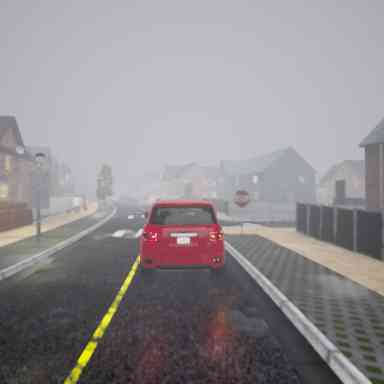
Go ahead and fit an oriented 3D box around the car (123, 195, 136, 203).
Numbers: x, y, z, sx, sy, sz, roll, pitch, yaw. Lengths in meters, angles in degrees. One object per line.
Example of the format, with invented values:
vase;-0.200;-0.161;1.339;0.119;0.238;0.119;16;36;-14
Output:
car;-11.833;1.516;66.169;2.033;1.411;5.357;0;0;-20

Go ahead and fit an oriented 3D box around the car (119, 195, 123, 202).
car;-15.515;1.367;75.984;1.882;1.535;5.008;0;0;-21

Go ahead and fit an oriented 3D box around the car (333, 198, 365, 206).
car;13.864;1.487;26.926;5.566;2.045;2.150;1;-1;-20

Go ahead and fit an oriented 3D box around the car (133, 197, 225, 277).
car;-0.337;1.208;10.343;2.150;2.045;5.566;0;0;-3
